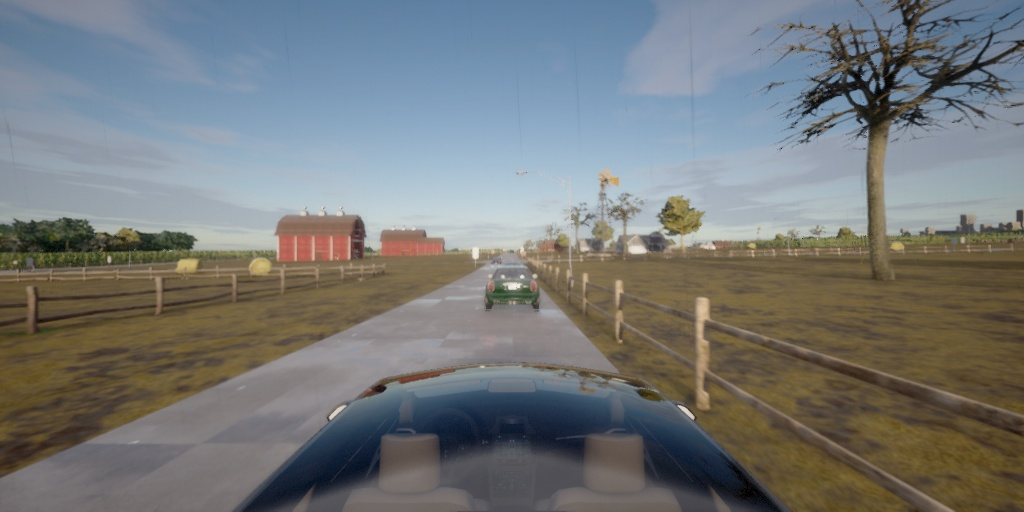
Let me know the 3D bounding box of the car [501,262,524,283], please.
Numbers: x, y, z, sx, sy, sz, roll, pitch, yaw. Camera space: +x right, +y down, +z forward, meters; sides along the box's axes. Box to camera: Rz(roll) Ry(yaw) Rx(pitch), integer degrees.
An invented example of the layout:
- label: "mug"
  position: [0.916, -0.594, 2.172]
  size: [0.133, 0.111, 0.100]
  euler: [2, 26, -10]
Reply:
- label: "car"
  position: [0.047, 1.318, 30.310]
  size: [1.837, 1.490, 4.892]
  euler: [0, 1, 0]

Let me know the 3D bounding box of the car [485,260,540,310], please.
- label: "car"
  position: [0.033, 1.181, 15.239]
  size: [2.097, 1.767, 4.553]
  euler: [0, 0, 1]

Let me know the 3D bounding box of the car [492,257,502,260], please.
- label: "car"
  position: [-2.702, 0.805, 63.290]
  size: [2.033, 1.411, 5.357]
  euler: [0, 1, 0]
